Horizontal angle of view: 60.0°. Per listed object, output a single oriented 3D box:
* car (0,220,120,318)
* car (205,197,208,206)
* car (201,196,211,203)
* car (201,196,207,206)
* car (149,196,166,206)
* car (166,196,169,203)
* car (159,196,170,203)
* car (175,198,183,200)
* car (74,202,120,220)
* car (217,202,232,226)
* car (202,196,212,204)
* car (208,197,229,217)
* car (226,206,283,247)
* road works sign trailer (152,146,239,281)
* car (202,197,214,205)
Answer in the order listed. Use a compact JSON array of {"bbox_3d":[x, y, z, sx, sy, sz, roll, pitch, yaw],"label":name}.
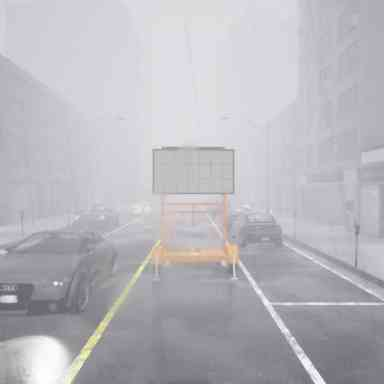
[{"bbox_3d":[-2.989,1.563,7.428,1.994,1.385,4.181,0,0,0],"label":"car"},{"bbox_3d":[2.810,1.556,36.798,1.887,1.381,4.507,-1,0,0],"label":"car"},{"bbox_3d":[2.864,1.584,69.829,1.887,1.381,4.507,-1,0,0],"label":"car"},{"bbox_3d":[2.837,1.589,53.313,1.947,1.339,4.313,-1,0,0],"label":"car"},{"bbox_3d":[-5.689,1.463,53.327,1.967,1.590,4.097,-1,0,0],"label":"car"},{"bbox_3d":[-5.679,1.594,58.832,1.947,1.339,4.313,-1,0,0],"label":"car"},{"bbox_3d":[-5.661,1.584,69.843,1.887,1.381,4.507,-1,0,0],"label":"car"},{"bbox_3d":[-2.882,1.501,73.894,2.033,1.411,5.357,0,0,0],"label":"car"},{"bbox_3d":[-5.742,1.442,20.296,1.967,1.590,4.097,-1,0,0],"label":"car"},{"bbox_3d":[2.784,1.547,20.282,1.887,1.381,4.507,-1,0,0],"label":"car"},{"bbox_3d":[2.855,1.579,64.323,1.887,1.381,4.507,-1,0,0],"label":"car"},{"bbox_3d":[2.800,1.448,31.293,1.967,1.590,4.097,-1,0,0],"label":"car"},{"bbox_3d":[2.775,1.551,14.777,2.008,1.369,4.403,-1,0,0],"label":"car"},{"bbox_3d":[0.039,0.464,9.885,2.380,3.560,2.880,0,0,-2],"label":"road works sign trailer"},{"bbox_3d":[2.846,1.573,58.818,1.887,1.381,4.507,-1,0,0],"label":"car"}]
